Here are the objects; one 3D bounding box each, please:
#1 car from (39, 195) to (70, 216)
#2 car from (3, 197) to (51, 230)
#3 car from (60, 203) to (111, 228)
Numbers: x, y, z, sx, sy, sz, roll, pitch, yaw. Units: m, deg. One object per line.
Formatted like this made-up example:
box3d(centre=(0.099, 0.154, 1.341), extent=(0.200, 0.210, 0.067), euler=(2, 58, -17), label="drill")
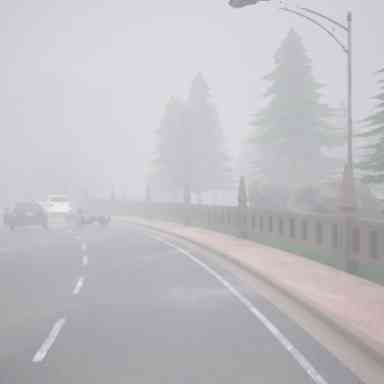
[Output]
box3d(centre=(-12.925, 1.284, 30.257), extent=(2.150, 2.045, 5.566), euler=(0, 0, -43), label="car")
box3d(centre=(-10.901, 1.406, 21.632), extent=(2.097, 1.767, 4.553), euler=(0, 0, -34), label="car")
box3d(centre=(-7.149, 1.634, 22.379), extent=(1.895, 1.301, 4.718), euler=(0, 0, -34), label="car")
